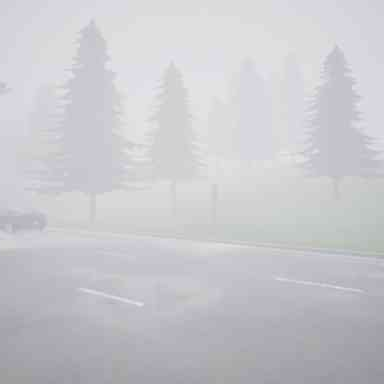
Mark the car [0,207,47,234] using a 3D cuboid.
[{"bbox_3d":[-10.946,1.641,20.388,5.008,1.535,1.882,-1,0,35],"label":"car"}]
